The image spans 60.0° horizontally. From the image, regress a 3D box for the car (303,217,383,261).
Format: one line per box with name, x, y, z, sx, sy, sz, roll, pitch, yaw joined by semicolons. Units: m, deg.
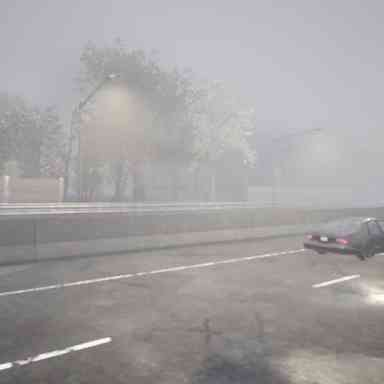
car;6.561;1.681;12.824;5.357;1.411;2.033;1;0;-35
